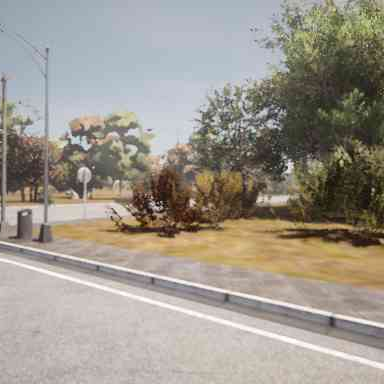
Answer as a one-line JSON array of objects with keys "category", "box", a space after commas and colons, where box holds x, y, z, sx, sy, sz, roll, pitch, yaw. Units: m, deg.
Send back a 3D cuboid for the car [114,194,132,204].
[{"category": "car", "box": [-8.214, 0.983, 45.694, 2.033, 1.411, 5.357, 1, 1, 32]}]
